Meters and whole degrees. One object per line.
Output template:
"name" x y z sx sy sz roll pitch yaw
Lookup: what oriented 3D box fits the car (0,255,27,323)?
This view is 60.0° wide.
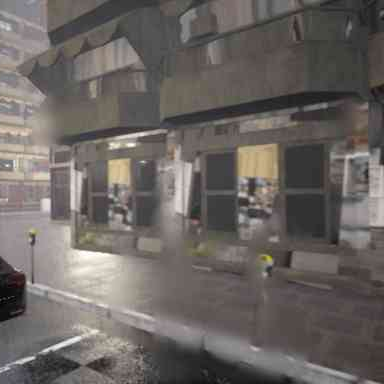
"car" -4.741 1.582 6.113 4.313 1.339 1.947 0 -1 36
